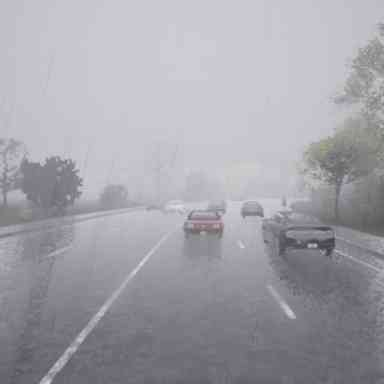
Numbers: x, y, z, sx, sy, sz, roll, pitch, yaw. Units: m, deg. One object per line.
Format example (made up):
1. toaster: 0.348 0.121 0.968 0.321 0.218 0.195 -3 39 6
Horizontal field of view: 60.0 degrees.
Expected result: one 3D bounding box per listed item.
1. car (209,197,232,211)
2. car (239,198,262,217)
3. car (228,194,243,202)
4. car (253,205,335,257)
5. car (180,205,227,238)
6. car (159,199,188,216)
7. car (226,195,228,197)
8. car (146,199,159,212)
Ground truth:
1. car: 2.790 1.539 35.716 2.033 1.411 5.357 0 0 10
2. car: 5.688 1.562 31.459 1.994 1.385 4.181 0 0 8
3. car: 9.704 1.493 70.876 1.994 1.385 4.181 0 0 22
4. car: 3.932 1.491 12.987 2.128 1.511 4.902 0 0 2
5. car: 0.673 1.595 17.546 1.895 1.301 4.718 0 0 4
6. car: -1.505 1.511 32.052 1.812 1.442 4.674 0 0 9
7. car: 9.183 1.309 78.065 1.837 1.490 4.892 0 0 26
8. car: -3.907 1.540 38.754 1.994 1.385 4.181 0 0 11
